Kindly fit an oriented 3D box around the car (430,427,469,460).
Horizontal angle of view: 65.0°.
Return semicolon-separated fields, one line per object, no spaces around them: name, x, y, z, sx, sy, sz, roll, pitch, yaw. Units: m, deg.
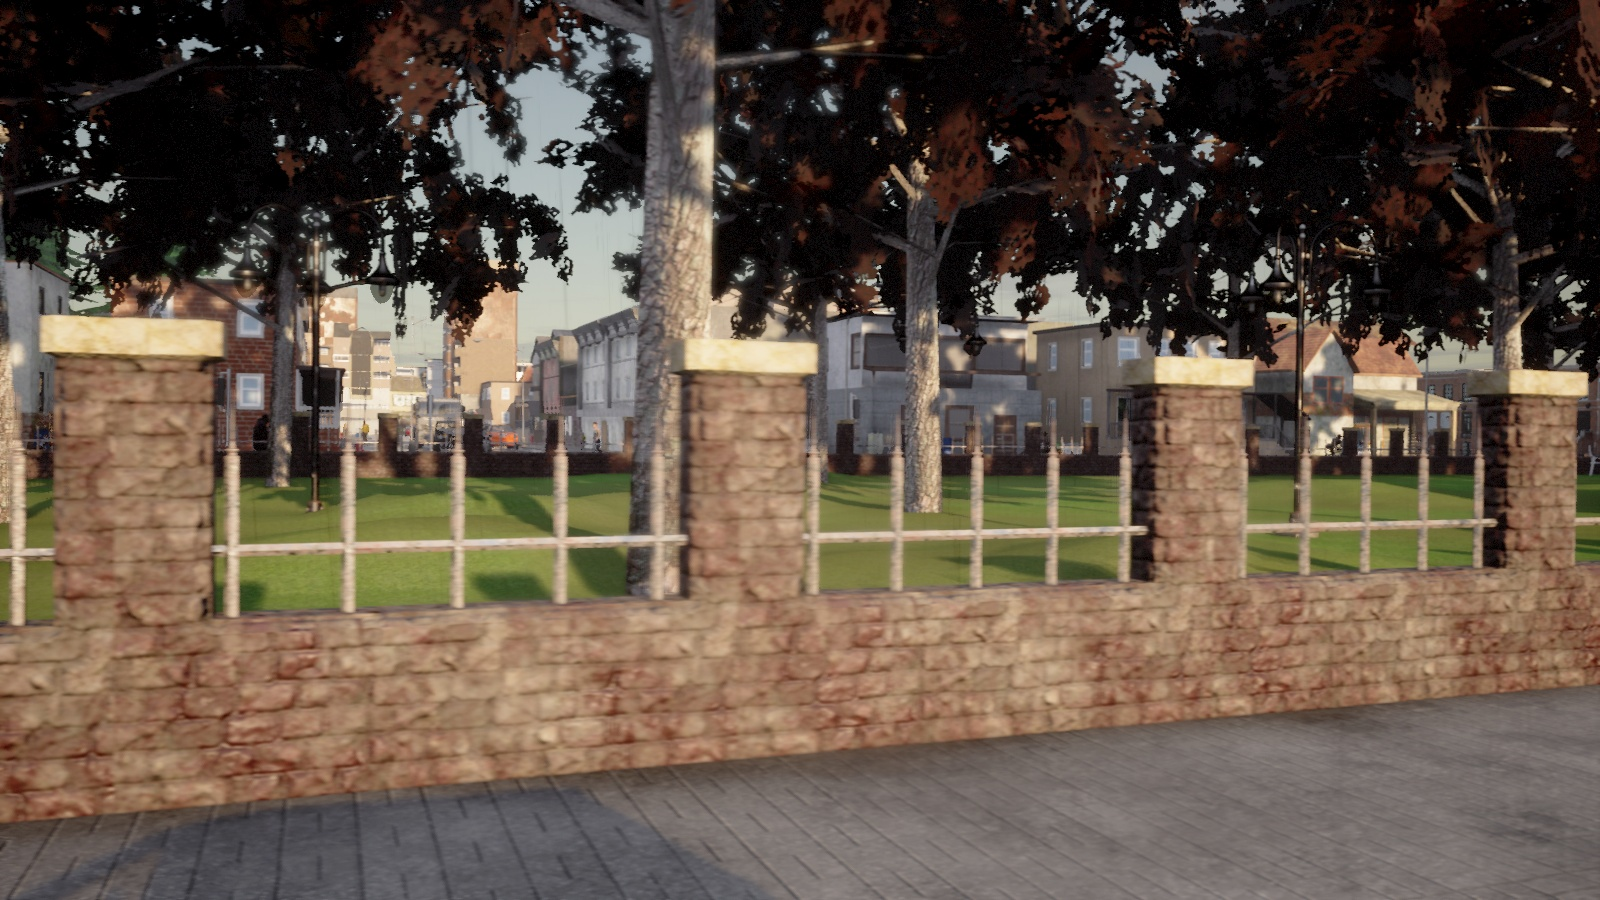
car;-20.915;-0.391;74.917;1.905;1.878;3.866;-1;1;-20

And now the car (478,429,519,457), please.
car;-20.318;-0.490;84.625;2.097;1.767;4.553;-1;1;-21

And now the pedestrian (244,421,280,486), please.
pedestrian;-15.551;0.084;36.320;0.899;1.844;0.634;-1;1;-21

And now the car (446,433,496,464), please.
car;-16.959;-0.105;64.599;2.128;1.511;4.902;-1;1;-19

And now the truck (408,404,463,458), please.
truck;-24.677;-1.290;84.798;2.891;3.462;7.936;-1;1;-21

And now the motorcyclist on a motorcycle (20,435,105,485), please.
motorcyclist on a motorcycle;-24.986;0.319;42.578;2.350;1.649;0.766;-1;1;-17

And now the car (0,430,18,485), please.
car;-26.631;0.241;37.738;5.027;1.651;2.152;-1;1;-24
